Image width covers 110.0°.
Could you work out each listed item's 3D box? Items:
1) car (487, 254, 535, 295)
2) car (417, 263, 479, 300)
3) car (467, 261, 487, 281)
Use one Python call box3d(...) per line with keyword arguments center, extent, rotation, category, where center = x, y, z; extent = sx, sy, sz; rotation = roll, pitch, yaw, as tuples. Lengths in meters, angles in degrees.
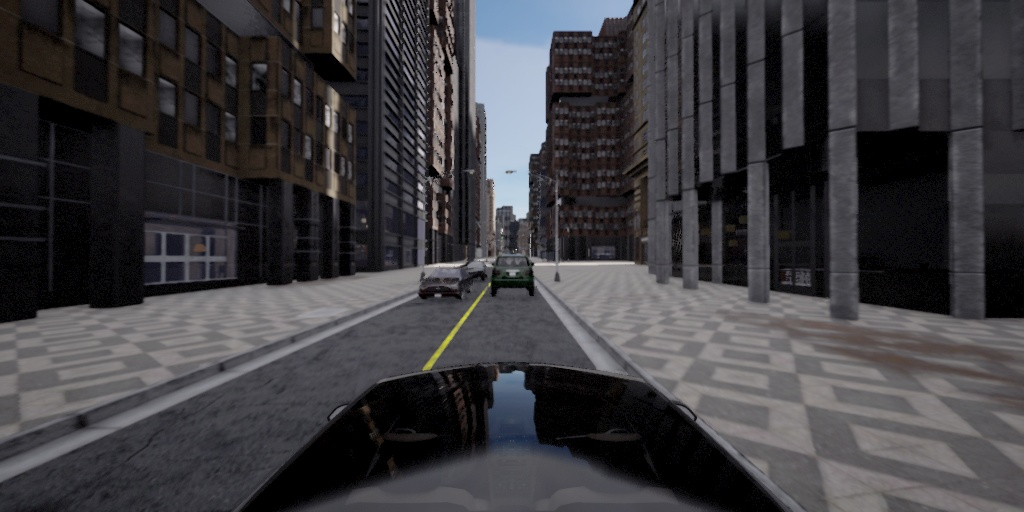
box3d(center=(0.049, 0.913, 19.323), extent=(2.150, 2.045, 5.566), rotation=(0, 0, 0), category="car")
box3d(center=(-3.032, 1.243, 17.429), extent=(2.033, 1.411, 5.357), rotation=(0, 0, 0), category="car")
box3d(center=(-3.011, 1.133, 29.181), extent=(1.882, 1.535, 5.008), rotation=(0, 0, 0), category="car")
